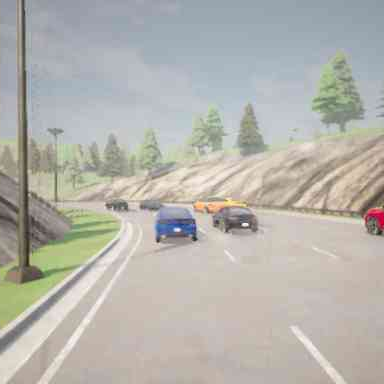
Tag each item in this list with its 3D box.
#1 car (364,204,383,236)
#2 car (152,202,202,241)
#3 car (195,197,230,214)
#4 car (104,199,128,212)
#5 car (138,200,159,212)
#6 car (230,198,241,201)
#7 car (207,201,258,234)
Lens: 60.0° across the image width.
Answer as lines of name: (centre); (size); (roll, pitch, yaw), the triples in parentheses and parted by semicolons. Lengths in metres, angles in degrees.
car: (9.985, 1.106, 14.514); (2.150, 2.045, 5.566); (0, 0, -5)
car: (-0.907, 1.482, 16.762); (1.882, 1.535, 5.008); (0, 0, -7)
car: (1.721, 1.322, 34.905); (2.097, 1.767, 4.553); (-1, 0, -22)
car: (-9.359, 1.595, 40.922); (1.837, 1.490, 4.892); (1, -1, -31)
car: (-4.966, 1.606, 40.041); (1.994, 1.385, 4.181); (0, 0, -28)
car: (4.209, 1.419, 38.112); (1.882, 1.535, 5.008); (0, 0, -24)
car: (2.373, 1.493, 19.145); (1.812, 1.442, 4.674); (0, 0, -8)
